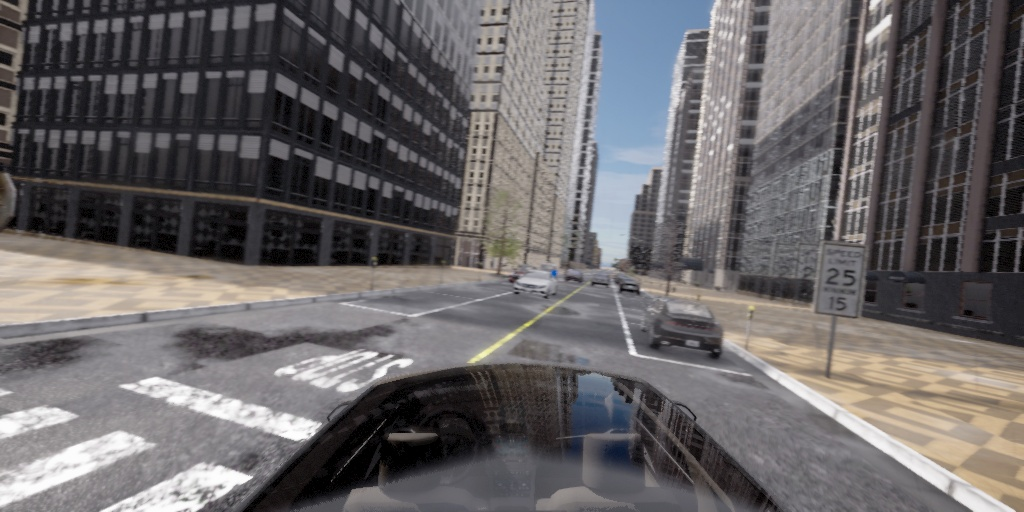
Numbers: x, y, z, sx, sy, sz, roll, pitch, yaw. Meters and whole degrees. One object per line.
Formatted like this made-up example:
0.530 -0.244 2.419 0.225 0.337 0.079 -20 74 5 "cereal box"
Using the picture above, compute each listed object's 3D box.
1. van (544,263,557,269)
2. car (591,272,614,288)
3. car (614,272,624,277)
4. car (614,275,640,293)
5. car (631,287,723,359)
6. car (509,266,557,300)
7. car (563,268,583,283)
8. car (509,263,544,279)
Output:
3.939 1.756 40.082 1.690 1.789 3.998 0 0 15 "van"
9.564 2.613 38.698 2.033 1.411 5.357 7 0 16 "car"
14.893 3.316 48.783 1.948 1.339 4.313 0 0 15 "car"
10.515 2.717 32.441 1.948 1.339 4.313 0 0 15 "car"
4.803 1.914 10.621 2.007 1.370 4.403 0 0 15 "car"
1.479 1.545 20.631 1.812 1.442 4.674 7 0 15 "car"
7.369 2.373 42.263 2.033 1.411 5.357 7 0 15 "car"
1.022 1.455 29.190 1.967 1.591 4.097 0 0 15 "car"
